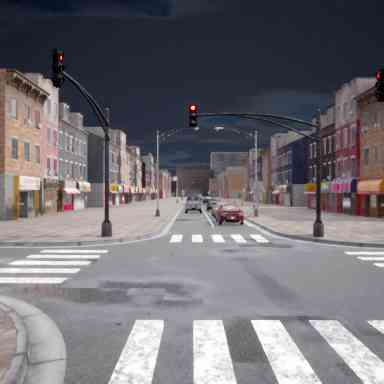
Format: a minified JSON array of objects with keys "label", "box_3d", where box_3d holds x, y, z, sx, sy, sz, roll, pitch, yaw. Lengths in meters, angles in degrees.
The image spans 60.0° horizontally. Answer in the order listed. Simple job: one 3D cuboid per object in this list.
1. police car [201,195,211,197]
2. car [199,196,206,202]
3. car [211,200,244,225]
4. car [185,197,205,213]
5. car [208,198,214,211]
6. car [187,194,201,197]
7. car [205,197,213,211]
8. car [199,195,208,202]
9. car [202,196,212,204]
[{"label":"police car","box_3d":[3.097,1.546,62.387,1.930,1.638,5.238,0,0,0]},{"label":"car","box_3d":[2.760,1.802,86.583,1.802,1.307,4.206,0,0,0]},{"label":"car","box_3d":[2.673,1.561,24.107,1.887,1.381,4.507,0,0,0]},{"label":"car","box_3d":[0.157,1.589,38.157,2.033,1.411,5.357,0,0,0]},{"label":"car","box_3d":[2.682,1.551,29.957,1.752,1.417,4.829,0,0,0]},{"label":"car","box_3d":[0.178,1.344,62.307,2.150,2.045,5.566,0,0,0]},{"label":"car","box_3d":[2.696,1.615,41.146,1.947,1.339,4.313,0,0,0]},{"label":"car","box_3d":[2.752,1.636,80.904,1.967,1.590,4.097,0,0,0]},{"label":"car","box_3d":[3.122,1.675,69.277,1.812,1.442,4.674,0,0,0]}]
